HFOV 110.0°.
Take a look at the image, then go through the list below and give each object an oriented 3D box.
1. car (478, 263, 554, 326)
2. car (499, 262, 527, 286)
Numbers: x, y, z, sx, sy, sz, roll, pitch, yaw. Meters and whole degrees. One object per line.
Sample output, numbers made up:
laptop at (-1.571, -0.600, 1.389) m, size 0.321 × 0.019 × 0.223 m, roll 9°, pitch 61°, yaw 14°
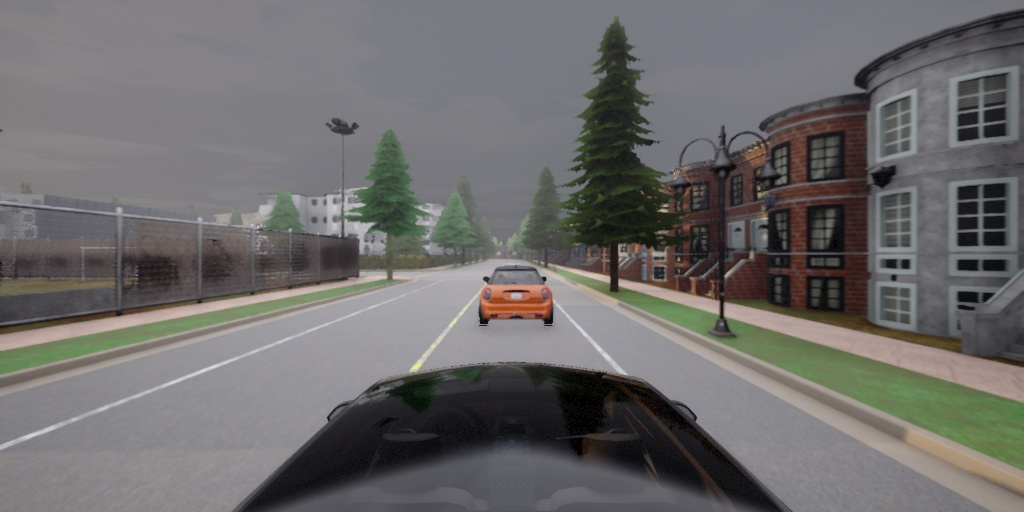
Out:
car at (0.100, 1.078, 11.738) m, size 2.097 × 1.767 × 4.553 m, roll 0°, pitch 0°, yaw -1°
car at (0.091, 1.216, 25.459) m, size 1.812 × 1.442 × 4.674 m, roll 0°, pitch 0°, yaw 0°
